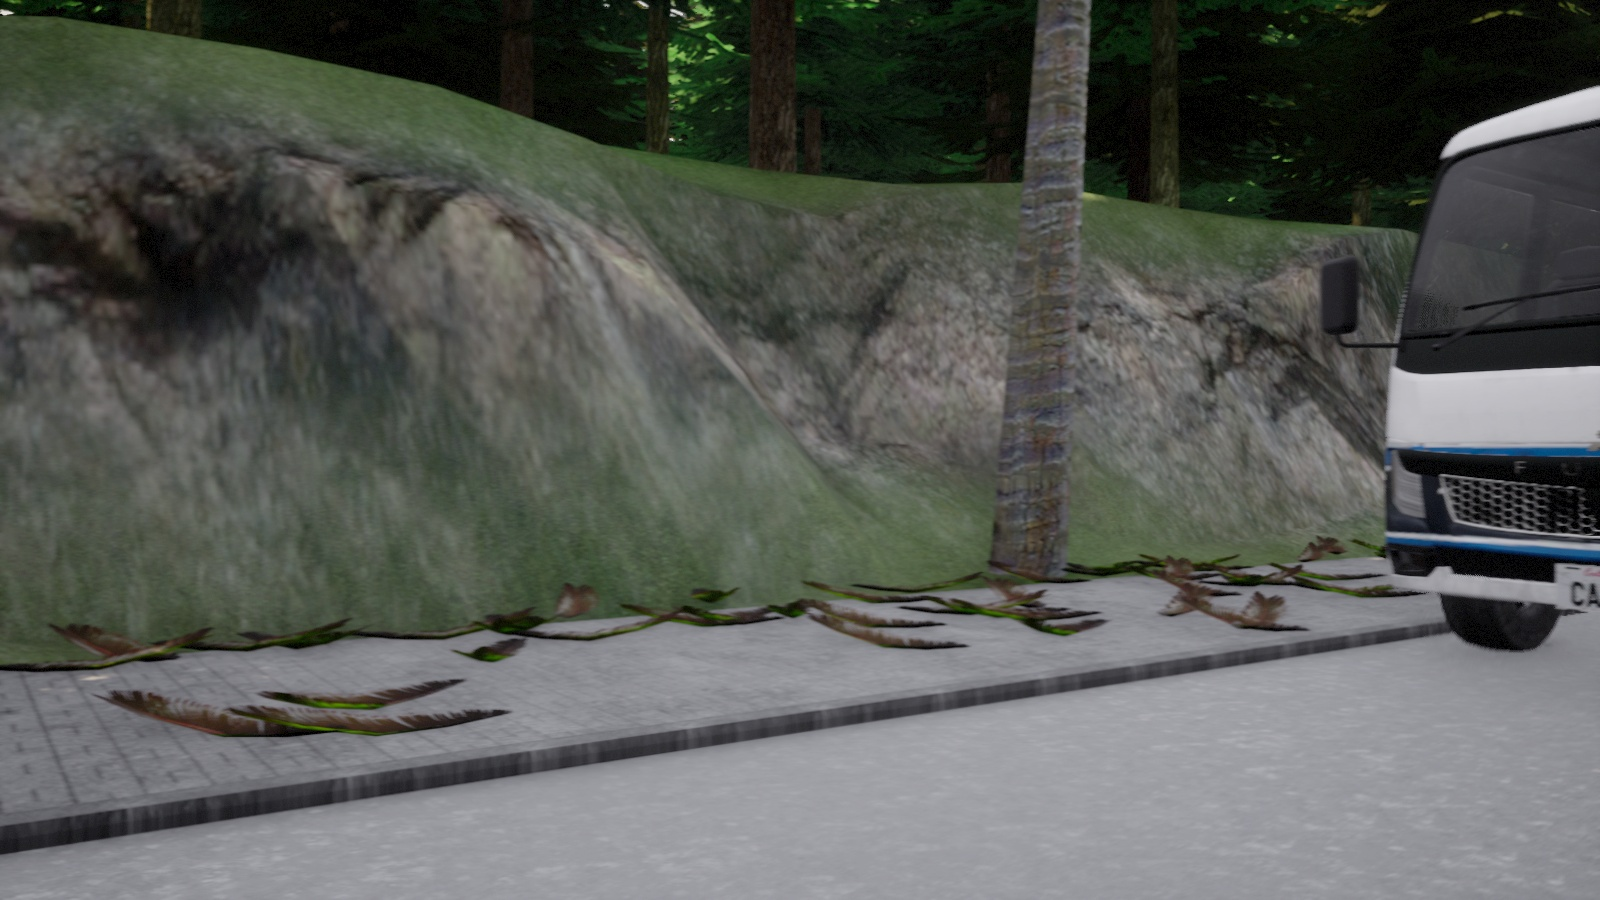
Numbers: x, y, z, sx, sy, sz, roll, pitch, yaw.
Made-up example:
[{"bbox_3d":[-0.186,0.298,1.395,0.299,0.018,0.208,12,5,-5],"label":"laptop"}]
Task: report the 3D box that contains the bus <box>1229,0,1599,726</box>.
[{"bbox_3d":[8.343,-0.625,10.078,10.273,4.253,3.944,0,0,-35],"label":"bus"}]
